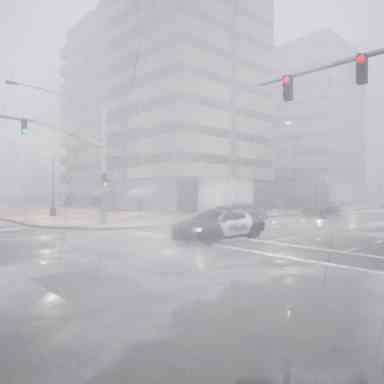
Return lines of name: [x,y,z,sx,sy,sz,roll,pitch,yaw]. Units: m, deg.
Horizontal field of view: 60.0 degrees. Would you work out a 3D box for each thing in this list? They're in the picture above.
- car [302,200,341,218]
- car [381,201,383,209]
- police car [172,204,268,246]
car: [11.848,1.529,30.262,4.892,1.490,1.837,0,0,-42]
car: [26.520,1.374,43.604,4.553,1.767,2.097,0,0,-42]
police car: [1.295,1.539,15.730,4.974,1.542,2.038,0,0,-42]
